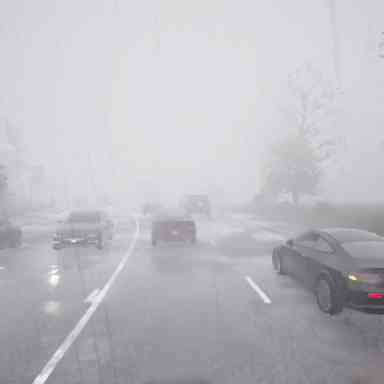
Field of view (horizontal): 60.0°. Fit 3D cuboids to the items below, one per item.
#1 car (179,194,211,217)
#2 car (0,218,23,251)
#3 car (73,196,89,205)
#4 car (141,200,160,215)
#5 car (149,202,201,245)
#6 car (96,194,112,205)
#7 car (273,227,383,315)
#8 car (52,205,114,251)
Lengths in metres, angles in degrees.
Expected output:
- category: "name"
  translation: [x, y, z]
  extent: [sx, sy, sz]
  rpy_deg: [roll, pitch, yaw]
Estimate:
- category: "car"
  translation: [0.155, 1.240, 30.853]
  extent: [2.150, 2.045, 5.566]
  rpy_deg: [0, 0, -12]
- category: "car"
  translation: [-7.789, 1.585, 11.986]
  extent: [1.994, 1.385, 4.181]
  rpy_deg: [0, 0, -6]
- category: "car"
  translation: [-17.325, 1.395, 51.848]
  extent: [2.097, 1.767, 4.553]
  rpy_deg: [0, 0, -21]
- category: "car"
  translation: [-4.124, 1.503, 33.842]
  extent: [1.882, 1.535, 5.008]
  rpy_deg: [0, 0, -13]
- category: "car"
  translation: [-0.954, 1.488, 15.809]
  extent: [1.882, 1.535, 5.008]
  rpy_deg: [0, 0, -6]
- category: "car"
  translation: [-14.233, 1.264, 53.638]
  extent: [2.150, 2.045, 5.566]
  rpy_deg: [0, 0, -21]
- category: "car"
  translation: [3.264, 1.523, 7.465]
  extent: [1.812, 1.442, 4.674]
  rpy_deg: [0, 0, -3]
- category: "car"
  translation: [-4.520, 1.521, 14.390]
  extent: [1.837, 1.490, 4.892]
  rpy_deg: [0, 0, -6]
